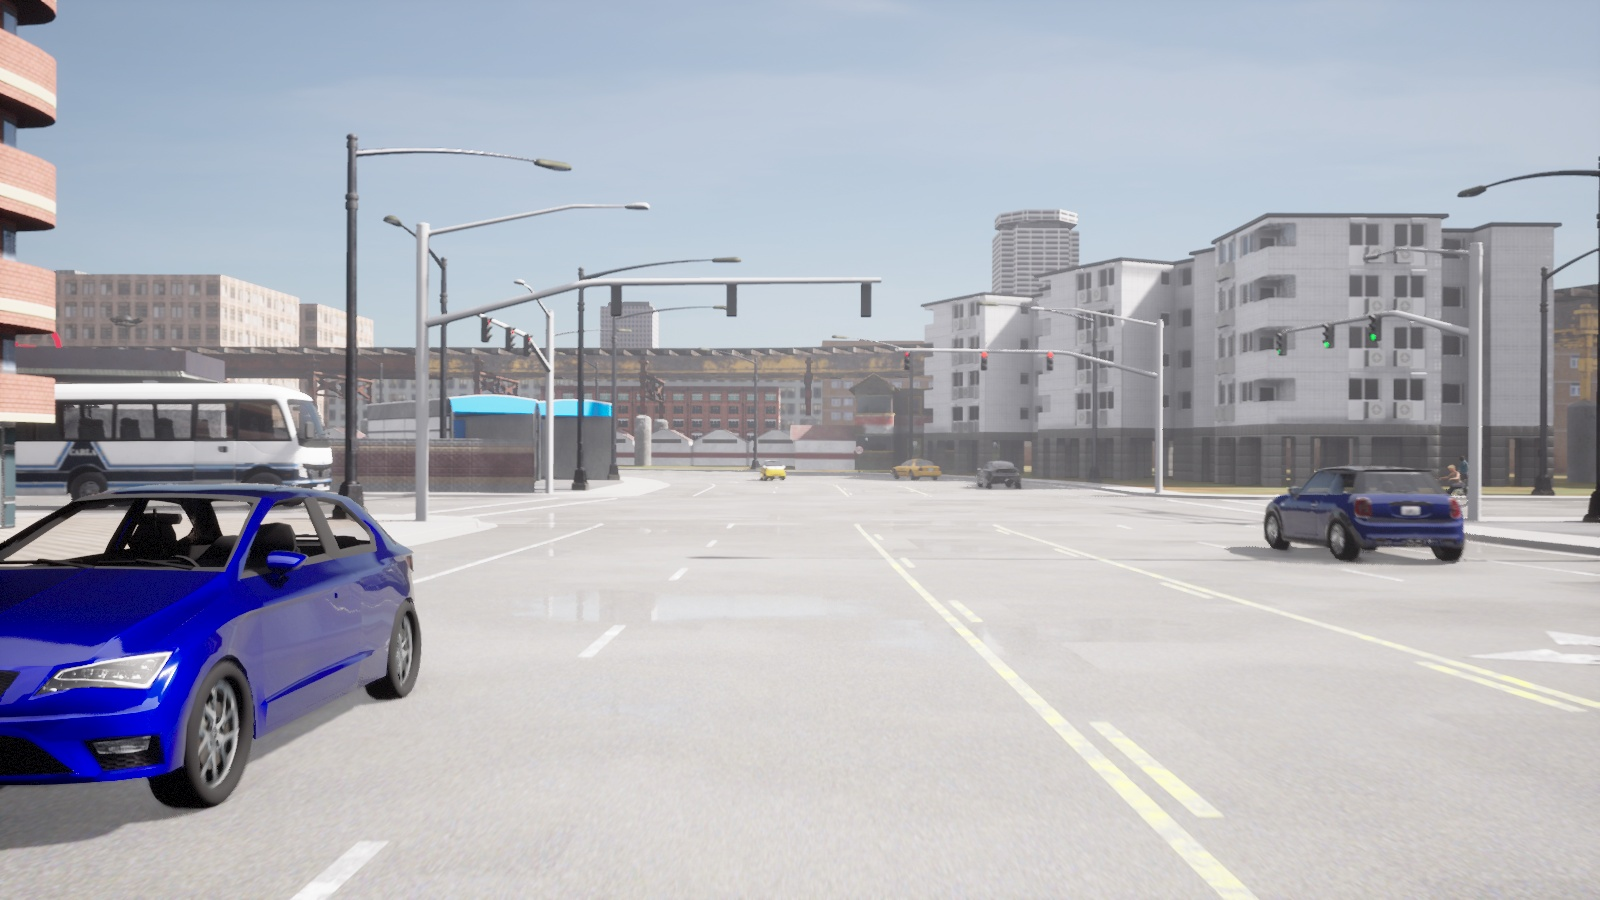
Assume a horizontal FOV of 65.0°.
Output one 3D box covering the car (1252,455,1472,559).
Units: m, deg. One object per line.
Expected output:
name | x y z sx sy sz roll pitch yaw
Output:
car | 10.443 1.008 23.772 2.097 1.767 4.553 0 -1 0

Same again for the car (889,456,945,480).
car | 7.985 1.196 86.347 1.801 1.575 5.366 0 0 -18

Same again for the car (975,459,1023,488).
car | 10.958 1.269 69.435 1.837 1.490 4.892 0 0 -1

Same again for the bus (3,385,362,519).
bus | -20.901 0.043 43.160 10.273 4.253 3.944 -1 0 -3

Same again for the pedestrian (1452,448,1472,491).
pedestrian | 29.272 0.858 55.506 0.692 1.930 0.396 0 0 4

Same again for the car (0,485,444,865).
car | -3.517 0.960 7.128 1.816 1.474 4.193 0 -1 0

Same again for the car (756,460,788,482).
car | -1.825 1.355 82.384 1.481 1.376 2.207 0 0 -19
